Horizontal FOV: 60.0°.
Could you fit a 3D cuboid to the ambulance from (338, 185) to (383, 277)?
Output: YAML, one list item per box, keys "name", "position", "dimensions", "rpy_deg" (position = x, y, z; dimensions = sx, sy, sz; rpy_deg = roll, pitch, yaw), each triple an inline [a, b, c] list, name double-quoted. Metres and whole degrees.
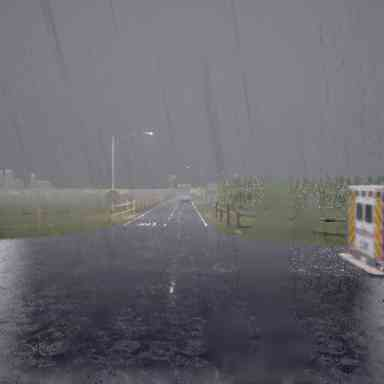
- name: "ambulance"
  position: [7.270, 1.031, 8.252]
  dimensions: [6.366, 2.431, 2.351]
  rpy_deg: [0, 1, 5]

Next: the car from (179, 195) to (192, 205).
- name: "car"
  position: [-1.100, 1.298, 57.879]
  dimensions: [2.097, 1.767, 4.553]
  rpy_deg: [0, 0, -1]

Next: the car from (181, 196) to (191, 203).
- name: "car"
  position: [-1.291, 1.494, 67.947]
  dimensions: [1.994, 1.385, 4.181]
  rpy_deg: [0, 0, -1]
